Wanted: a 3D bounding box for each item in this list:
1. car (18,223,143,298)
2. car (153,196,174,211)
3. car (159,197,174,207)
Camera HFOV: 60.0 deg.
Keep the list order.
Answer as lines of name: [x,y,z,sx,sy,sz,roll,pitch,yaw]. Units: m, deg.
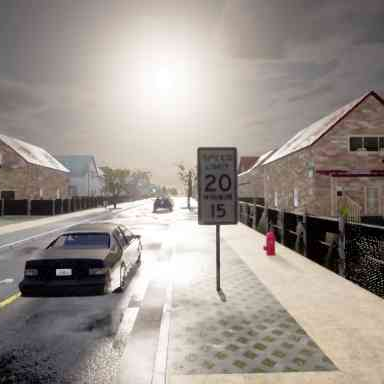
car: [-2.464,1.530,8.693,2.033,1.411,5.357,0,0,-2]
car: [-3.371,1.277,39.193,2.097,1.767,4.553,0,0,-1]
car: [-3.736,1.493,49.442,1.994,1.385,4.181,0,0,-2]
